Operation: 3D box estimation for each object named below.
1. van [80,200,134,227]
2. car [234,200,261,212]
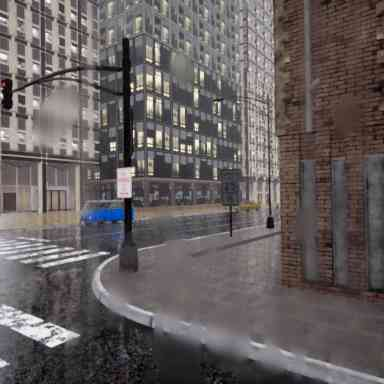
[{"bbox_3d":[-5.924,1.460,23.441,1.690,1.788,3.998,-2,-1,36],"label":"van"},{"bbox_3d":[6.925,1.689,41.340,1.752,1.417,4.829,-2,-1,36],"label":"car"}]
